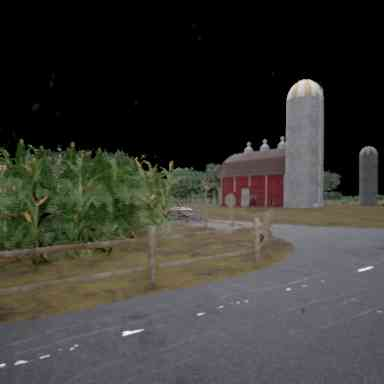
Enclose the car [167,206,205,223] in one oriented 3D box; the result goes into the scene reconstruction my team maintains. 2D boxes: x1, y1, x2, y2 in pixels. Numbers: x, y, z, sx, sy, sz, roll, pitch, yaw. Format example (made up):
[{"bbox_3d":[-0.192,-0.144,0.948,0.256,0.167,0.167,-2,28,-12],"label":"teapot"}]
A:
[{"bbox_3d":[-0.743,1.962,29.969,1.812,1.442,4.674,1,-2,-36],"label":"car"}]
